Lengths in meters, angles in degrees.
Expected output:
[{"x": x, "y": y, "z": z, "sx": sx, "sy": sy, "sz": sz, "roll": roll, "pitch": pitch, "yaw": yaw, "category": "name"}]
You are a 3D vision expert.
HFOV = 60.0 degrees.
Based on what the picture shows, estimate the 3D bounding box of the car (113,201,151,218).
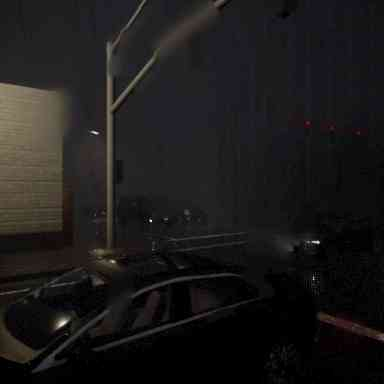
[{"x": -5.822, "y": 1.619, "z": 32.036, "sx": 1.994, "sy": 1.385, "sz": 4.181, "roll": 0, "pitch": 0, "yaw": -35, "category": "car"}]

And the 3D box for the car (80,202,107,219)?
[{"x": -8.635, "y": 1.619, "z": 29.959, "sx": 1.994, "sy": 1.385, "sz": 4.181, "roll": 0, "pitch": 0, "yaw": -35, "category": "car"}]

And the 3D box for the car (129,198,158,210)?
[{"x": -6.704, "y": 1.560, "z": 45.610, "sx": 1.837, "sy": 1.490, "sz": 4.892, "roll": 0, "pitch": 0, "yaw": -36, "category": "car"}]

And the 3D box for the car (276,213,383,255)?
[{"x": 5.041, "y": 1.519, "z": 11.892, "sx": 4.902, "sy": 1.511, "sz": 2.128, "roll": 0, "pitch": 0, "yaw": -36, "category": "car"}]

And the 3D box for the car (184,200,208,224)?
[{"x": -0.799, "y": 1.407, "z": 25.010, "sx": 2.097, "sy": 1.767, "sz": 4.553, "roll": 0, "pitch": 0, "yaw": -36, "category": "car"}]

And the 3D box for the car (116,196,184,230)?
[{"x": -3.165, "y": 1.277, "z": 22.295, "sx": 2.150, "sy": 2.045, "sz": 5.566, "roll": 0, "pitch": 0, "yaw": -36, "category": "car"}]

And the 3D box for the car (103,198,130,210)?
[{"x": -10.205, "y": 1.581, "z": 44.445, "sx": 1.812, "sy": 1.442, "sz": 4.674, "roll": 0, "pitch": 0, "yaw": -36, "category": "car"}]

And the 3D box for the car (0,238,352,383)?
[{"x": -0.691, "y": 1.490, "z": 3.501, "sx": 4.902, "sy": 1.511, "sz": 2.128, "roll": 0, "pitch": 0, "yaw": -36, "category": "car"}]
